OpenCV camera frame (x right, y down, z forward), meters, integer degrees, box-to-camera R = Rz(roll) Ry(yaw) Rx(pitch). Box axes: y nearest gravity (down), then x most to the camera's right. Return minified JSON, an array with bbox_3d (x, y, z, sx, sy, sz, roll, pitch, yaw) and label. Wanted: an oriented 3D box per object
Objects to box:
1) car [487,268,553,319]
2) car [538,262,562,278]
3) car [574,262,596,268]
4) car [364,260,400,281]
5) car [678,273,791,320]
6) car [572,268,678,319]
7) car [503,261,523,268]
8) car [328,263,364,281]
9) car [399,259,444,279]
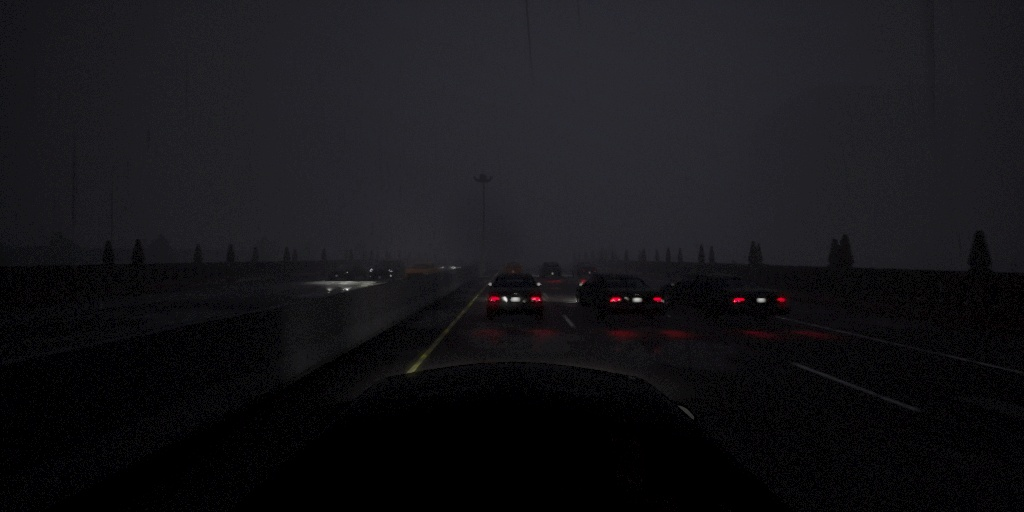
[{"bbox_3d":[0.100,1.313,12.919,2.033,1.411,5.357,0,0,0],"label":"car"},{"bbox_3d":[3.600,1.299,34.101,1.837,1.490,4.892,0,0,0],"label":"car"},{"bbox_3d":[7.087,1.321,35.093,1.812,1.442,4.674,0,0,0],"label":"car"},{"bbox_3d":[-10.596,1.141,30.947,2.097,1.767,4.553,0,0,0],"label":"car"},{"bbox_3d":[7.101,1.312,12.725,2.033,1.411,5.357,0,0,0],"label":"car"},{"bbox_3d":[3.601,1.313,12.814,2.033,1.411,5.357,0,0,0],"label":"car"},{"bbox_3d":[0.100,1.274,35.704,1.882,1.535,5.008,0,0,0],"label":"car"},{"bbox_3d":[-14.095,1.315,31.108,1.812,1.442,4.674,0,0,0],"label":"car"},{"bbox_3d":[-7.097,1.264,28.607,1.882,1.535,5.008,0,0,0],"label":"car"}]
